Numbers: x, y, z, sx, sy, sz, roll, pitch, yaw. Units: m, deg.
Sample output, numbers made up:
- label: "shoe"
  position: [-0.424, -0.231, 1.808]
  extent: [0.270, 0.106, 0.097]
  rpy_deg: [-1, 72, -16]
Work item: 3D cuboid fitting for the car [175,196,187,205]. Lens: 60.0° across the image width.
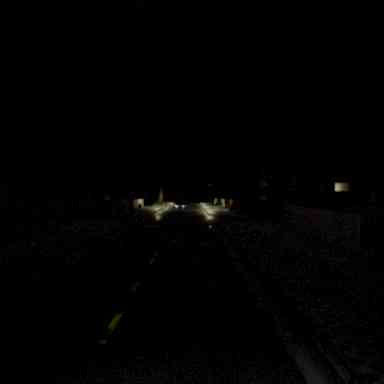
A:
- label: "car"
  position: [-2.745, 2.236, 75.828]
  extent: [1.837, 1.490, 4.892]
  rpy_deg: [0, -1, 0]
